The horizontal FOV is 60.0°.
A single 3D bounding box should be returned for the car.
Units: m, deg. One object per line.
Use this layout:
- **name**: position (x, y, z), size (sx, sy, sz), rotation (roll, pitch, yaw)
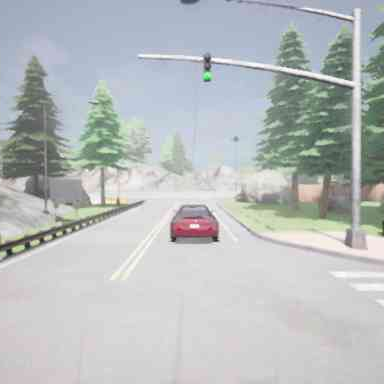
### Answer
- **car**: position (0.093, 1.231, 14.706), size (1.994, 1.385, 4.181), rotation (0, 1, 0)
